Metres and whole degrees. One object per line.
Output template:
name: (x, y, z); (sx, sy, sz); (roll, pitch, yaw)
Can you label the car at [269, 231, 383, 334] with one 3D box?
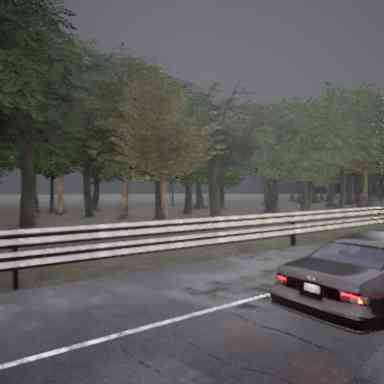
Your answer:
car: (3.897, 1.511, 6.572); (5.357, 1.411, 2.033); (0, 0, -35)
